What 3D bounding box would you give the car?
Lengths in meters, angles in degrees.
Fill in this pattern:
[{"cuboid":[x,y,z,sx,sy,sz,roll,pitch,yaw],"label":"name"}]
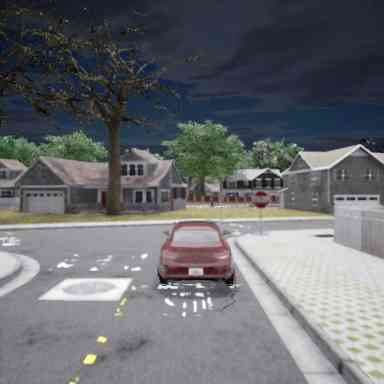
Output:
[{"cuboid":[0.134,1.542,9.443,1.812,1.442,4.674,0,0,1],"label":"car"}]
